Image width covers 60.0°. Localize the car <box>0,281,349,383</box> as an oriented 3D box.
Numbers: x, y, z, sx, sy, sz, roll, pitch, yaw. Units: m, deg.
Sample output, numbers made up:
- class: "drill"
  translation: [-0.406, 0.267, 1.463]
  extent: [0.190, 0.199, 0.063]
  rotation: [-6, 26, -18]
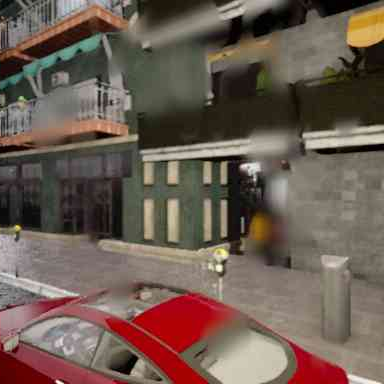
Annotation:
- class: "car"
  translation: [-0.682, 1.576, 3.212]
  extent: [4.206, 1.307, 1.802]
  rotation: [0, 0, 36]
